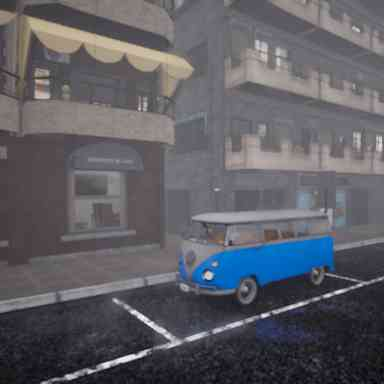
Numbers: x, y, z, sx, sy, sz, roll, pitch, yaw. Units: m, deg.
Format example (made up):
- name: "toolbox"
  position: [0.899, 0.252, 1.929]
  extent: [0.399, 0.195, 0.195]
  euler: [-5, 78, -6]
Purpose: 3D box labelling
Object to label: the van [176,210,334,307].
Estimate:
- name: "van"
  position: [1.566, 1.331, 7.682]
  extent: [3.998, 1.788, 1.690]
  euler: [0, 0, -35]
